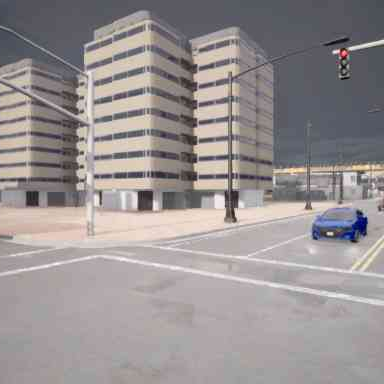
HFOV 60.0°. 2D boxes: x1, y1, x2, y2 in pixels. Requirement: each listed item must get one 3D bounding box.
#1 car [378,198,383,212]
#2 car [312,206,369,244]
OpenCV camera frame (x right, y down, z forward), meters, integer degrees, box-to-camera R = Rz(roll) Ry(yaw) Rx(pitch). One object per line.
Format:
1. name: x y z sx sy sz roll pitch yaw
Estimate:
1. car: 22.231 1.335 37.314 2.097 1.767 4.553 0 0 35
2. car: 7.338 1.495 16.263 1.882 1.535 5.008 0 0 35
